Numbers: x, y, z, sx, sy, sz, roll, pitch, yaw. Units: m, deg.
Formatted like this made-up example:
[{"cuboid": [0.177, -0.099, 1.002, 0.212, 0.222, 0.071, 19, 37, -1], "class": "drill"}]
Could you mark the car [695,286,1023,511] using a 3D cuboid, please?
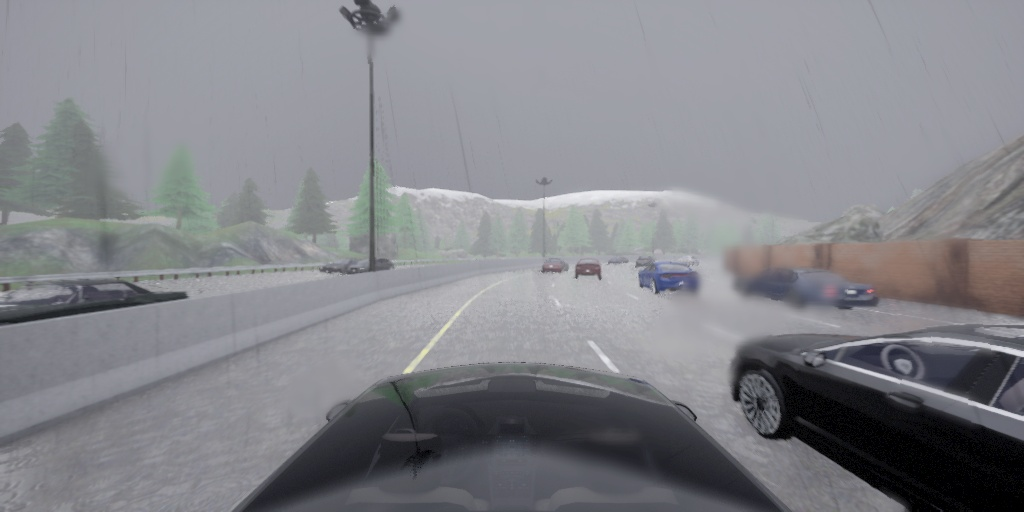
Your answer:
[{"cuboid": [3.599, 1.232, 2.437, 2.128, 1.511, 4.902, 0, 1, 0], "class": "car"}]

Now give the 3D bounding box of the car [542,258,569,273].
[{"cuboid": [4.274, 0.879, 34.883, 1.994, 1.385, 4.181, 0, 1, 20], "class": "car"}]

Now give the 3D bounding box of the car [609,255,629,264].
[{"cuboid": [16.958, 0.594, 56.671, 1.994, 1.385, 4.181, 1, 1, 40], "class": "car"}]

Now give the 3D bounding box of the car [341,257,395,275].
[{"cuboid": [-11.805, 0.880, 30.379, 1.837, 1.490, 4.892, 0, 0, 13], "class": "car"}]

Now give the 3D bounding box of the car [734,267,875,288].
[{"cuboid": [10.715, 1.142, 13.668, 2.033, 1.411, 5.357, 0, 1, 3], "class": "car"}]

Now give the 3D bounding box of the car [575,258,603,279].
[{"cuboid": [6.068, 0.882, 28.082, 1.882, 1.535, 5.008, 0, 1, 15], "class": "car"}]

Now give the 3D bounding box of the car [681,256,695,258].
[{"cuboid": [23.730, 0.668, 48.210, 1.812, 1.442, 4.674, 0, 0, 40], "class": "car"}]

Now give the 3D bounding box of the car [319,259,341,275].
[{"cuboid": [-14.863, 0.891, 32.649, 2.033, 1.411, 5.357, 0, 1, 14], "class": "car"}]

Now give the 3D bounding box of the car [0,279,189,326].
[{"cuboid": [-10.548, 1.263, 8.357, 1.895, 1.301, 4.718, 0, 1, 1], "class": "car"}]

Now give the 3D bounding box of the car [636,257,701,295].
[{"cuboid": [7.681, 1.015, 17.946, 1.882, 1.535, 5.008, 0, 1, 7], "class": "car"}]
